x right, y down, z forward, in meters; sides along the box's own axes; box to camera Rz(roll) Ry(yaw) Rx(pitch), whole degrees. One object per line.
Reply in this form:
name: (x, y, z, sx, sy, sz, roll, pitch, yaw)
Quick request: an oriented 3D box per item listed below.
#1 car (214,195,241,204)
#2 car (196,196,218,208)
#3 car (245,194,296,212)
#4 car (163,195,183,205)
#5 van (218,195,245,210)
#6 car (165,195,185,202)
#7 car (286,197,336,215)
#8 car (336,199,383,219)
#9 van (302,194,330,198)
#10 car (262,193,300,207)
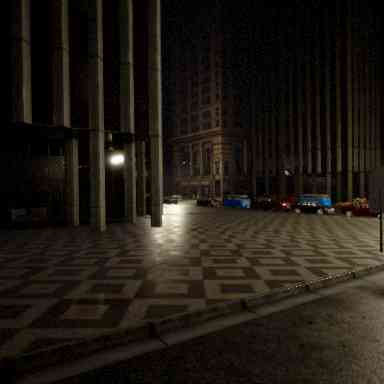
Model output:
car: (6.010, 1.297, 56.419, 1.752, 1.417, 4.829, -1, 1, -36)
car: (2.407, 1.372, 46.820, 1.967, 1.590, 4.097, -1, 1, -36)
car: (8.867, 1.290, 37.855, 2.192, 1.841, 5.009, -1, 1, -36)
car: (-4.055, 1.439, 55.786, 2.008, 1.369, 4.403, -1, 1, -36)
van: (5.636, 1.294, 42.338, 1.690, 1.788, 3.998, -1, 1, -36)
car: (-3.577, 1.258, 69.731, 2.008, 1.369, 4.403, -1, 1, -36)
car: (12.100, 1.549, 33.375, 2.008, 1.369, 4.403, -1, 1, -36)
car: (15.331, 1.567, 28.893, 1.887, 1.381, 4.507, -1, 1, -36)
van: (15.794, 1.179, 42.830, 1.690, 1.788, 3.998, -1, 1, -36)
car: (12.565, 1.130, 47.313, 2.192, 1.841, 5.009, -1, 1, -36)
